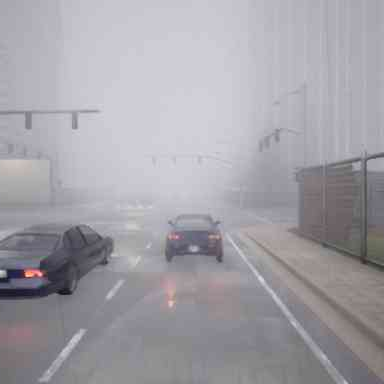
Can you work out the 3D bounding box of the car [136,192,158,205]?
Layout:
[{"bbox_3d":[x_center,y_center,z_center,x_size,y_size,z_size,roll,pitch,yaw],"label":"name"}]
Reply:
[{"bbox_3d":[-7.070,1.235,52.644,1.882,1.535,5.008,0,0,0],"label":"car"}]

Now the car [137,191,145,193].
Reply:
[{"bbox_3d":[-10.512,0.865,68.218,2.150,2.045,5.566,0,0,0],"label":"car"}]

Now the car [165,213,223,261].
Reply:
[{"bbox_3d":[0.072,1.470,11.977,1.812,1.442,4.674,0,0,0],"label":"car"}]

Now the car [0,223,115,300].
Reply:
[{"bbox_3d":[-3.446,1.507,8.493,2.033,1.411,5.357,0,0,1],"label":"car"}]

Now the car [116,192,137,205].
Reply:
[{"bbox_3d":[-10.569,1.108,52.881,2.097,1.767,4.553,0,0,0],"label":"car"}]

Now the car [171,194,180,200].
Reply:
[{"bbox_3d":[-3.513,1.067,71.942,2.033,1.411,5.357,0,0,0],"label":"car"}]

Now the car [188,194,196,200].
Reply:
[{"bbox_3d":[-0.013,1.067,71.943,2.033,1.411,5.357,0,0,0],"label":"car"}]

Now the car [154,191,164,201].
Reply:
[{"bbox_3d":[-7.012,0.867,68.219,2.150,2.045,5.566,0,0,0],"label":"car"}]
